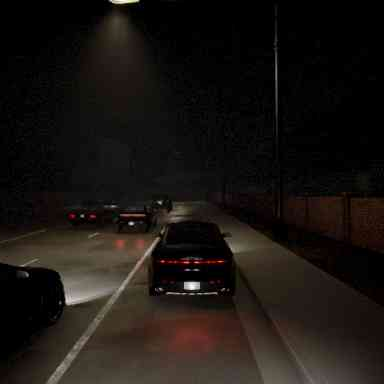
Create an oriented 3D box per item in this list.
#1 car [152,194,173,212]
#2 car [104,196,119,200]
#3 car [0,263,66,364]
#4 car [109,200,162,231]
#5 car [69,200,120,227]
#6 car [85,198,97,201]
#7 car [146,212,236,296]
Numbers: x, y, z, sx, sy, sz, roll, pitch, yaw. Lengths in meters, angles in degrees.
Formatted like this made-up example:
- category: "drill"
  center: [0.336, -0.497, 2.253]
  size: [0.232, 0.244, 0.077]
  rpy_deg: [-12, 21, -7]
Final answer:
- category: "car"
  center: [-3.408, 1.237, 37.799]
  size: [2.150, 2.045, 5.566]
  rpy_deg: [0, 0, 0]
- category: "car"
  center: [-13.897, 1.417, 57.231]
  size: [2.097, 1.767, 4.553]
  rpy_deg: [0, 0, 0]
- category: "car"
  center: [-3.296, 1.566, 4.398]
  size: [1.994, 1.385, 4.181]
  rpy_deg: [0, 0, 0]
- category: "car"
  center: [-3.296, 1.501, 20.566]
  size: [2.128, 1.511, 4.902]
  rpy_deg: [0, 0, 0]
- category: "car"
  center: [-6.796, 1.557, 23.122]
  size: [2.033, 1.411, 5.357]
  rpy_deg: [0, 0, 0]
- category: "car"
  center: [-17.397, 1.690, 57.170]
  size: [1.895, 1.301, 4.718]
  rpy_deg: [0, 0, 0]
- category: "car"
  center: [0.000, 1.508, 8.652]
  size: [1.837, 1.490, 4.892]
  rpy_deg: [0, 0, 0]
